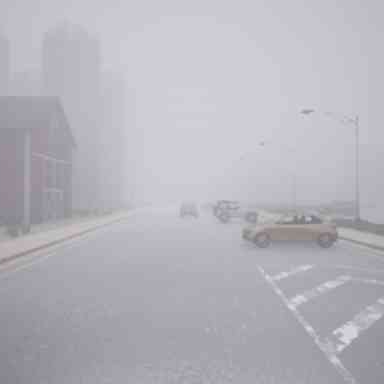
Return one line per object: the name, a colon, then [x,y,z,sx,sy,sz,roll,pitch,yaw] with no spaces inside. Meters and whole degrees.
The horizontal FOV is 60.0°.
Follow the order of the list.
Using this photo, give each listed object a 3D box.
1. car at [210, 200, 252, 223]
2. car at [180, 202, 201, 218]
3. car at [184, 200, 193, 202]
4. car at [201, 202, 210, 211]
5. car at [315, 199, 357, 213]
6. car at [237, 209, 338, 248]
car: [3.730,1.683,28.760,3.866,1.878,1.905,0,-1,0]
car: [-0.339,2.064,35.764,1.895,1.301,4.718,0,-1,-1]
car: [-0.467,1.946,45.986,2.097,1.767,4.553,0,-1,-1]
car: [3.566,2.162,52.962,4.611,1.667,2.242,0,-1,0]
car: [16.915,1.802,39.040,4.605,1.855,1.932,0,-1,0]
car: [4.391,1.701,15.281,4.193,1.474,1.816,0,-1,0]
